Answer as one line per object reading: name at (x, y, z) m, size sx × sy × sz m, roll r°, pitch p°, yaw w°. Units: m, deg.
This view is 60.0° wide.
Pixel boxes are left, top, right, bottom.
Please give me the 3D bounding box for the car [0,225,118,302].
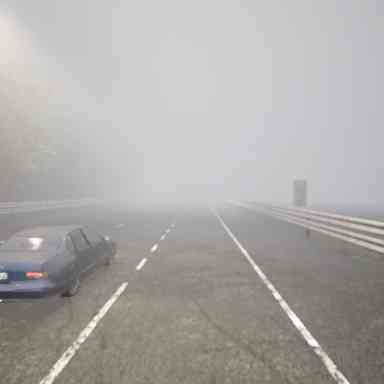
car at (-3.371, 1.548, 8.467) m, size 2.033 × 1.411 × 5.357 m, roll 0°, pitch 0°, yaw 1°
